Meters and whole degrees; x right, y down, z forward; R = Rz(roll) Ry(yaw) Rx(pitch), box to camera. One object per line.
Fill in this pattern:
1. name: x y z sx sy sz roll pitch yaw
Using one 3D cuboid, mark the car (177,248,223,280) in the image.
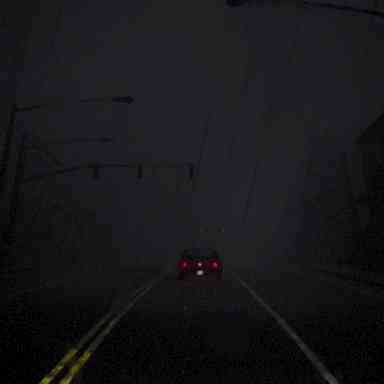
1. car: 0.375 3.291 15.615 1.895 1.301 4.718 0 -9 1
